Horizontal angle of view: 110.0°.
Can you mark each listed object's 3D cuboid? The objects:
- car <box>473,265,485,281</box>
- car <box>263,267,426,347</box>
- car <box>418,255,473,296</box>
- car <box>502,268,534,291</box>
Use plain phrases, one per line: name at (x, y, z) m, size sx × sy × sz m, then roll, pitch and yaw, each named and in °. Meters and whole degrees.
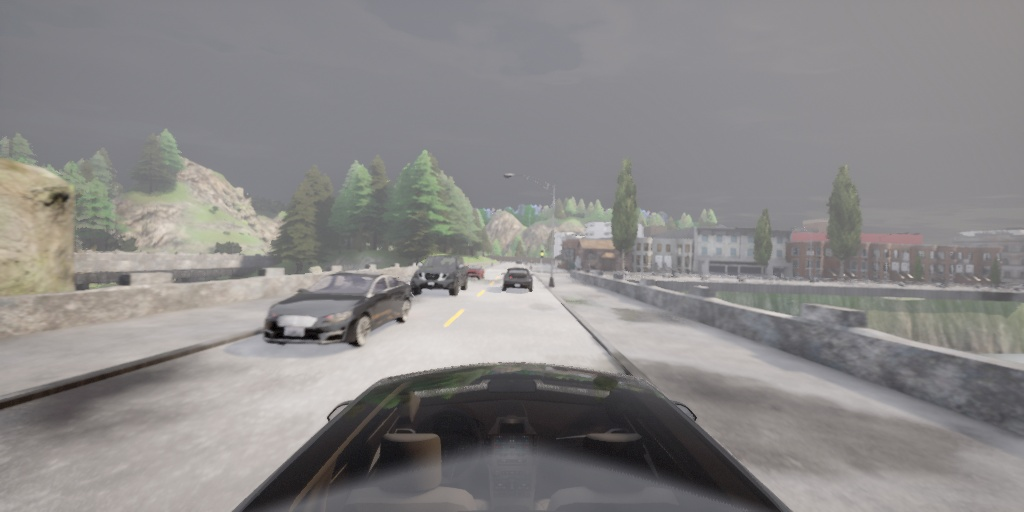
car at (-3.520, 1.458, 31.987) m, size 1.895 × 1.301 × 4.718 m, roll 2°, pitch 0°, yaw 2°
car at (-3.989, 1.162, 9.111) m, size 2.128 × 1.511 × 4.902 m, roll 2°, pitch 0°, yaw 1°
car at (-3.773, 0.979, 19.749) m, size 2.150 × 2.045 × 5.566 m, roll 2°, pitch 0°, yaw 1°
car at (0.382, 1.520, 23.503) m, size 1.837 × 1.490 × 4.892 m, roll 2°, pitch -1°, yaw 1°
